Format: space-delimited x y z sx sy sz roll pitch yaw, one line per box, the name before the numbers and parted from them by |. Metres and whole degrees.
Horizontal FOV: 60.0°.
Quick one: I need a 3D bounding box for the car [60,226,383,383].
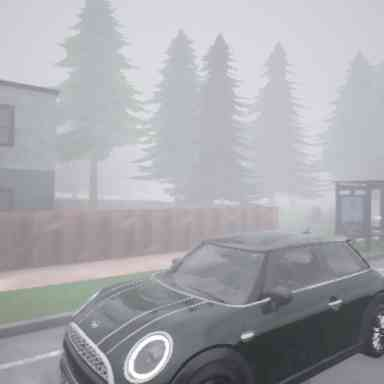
car | 0.707 1.391 4.499 4.553 1.767 2.097 1 0 -36
